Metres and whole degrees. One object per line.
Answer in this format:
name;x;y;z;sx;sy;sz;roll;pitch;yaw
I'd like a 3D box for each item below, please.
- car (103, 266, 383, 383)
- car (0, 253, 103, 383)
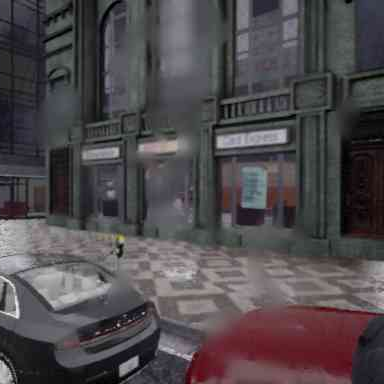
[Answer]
car;2.164;1.315;1.415;5.009;1.841;2.192;0;0;35
car;-2.427;1.553;4.691;4.403;1.369;2.008;0;0;35
